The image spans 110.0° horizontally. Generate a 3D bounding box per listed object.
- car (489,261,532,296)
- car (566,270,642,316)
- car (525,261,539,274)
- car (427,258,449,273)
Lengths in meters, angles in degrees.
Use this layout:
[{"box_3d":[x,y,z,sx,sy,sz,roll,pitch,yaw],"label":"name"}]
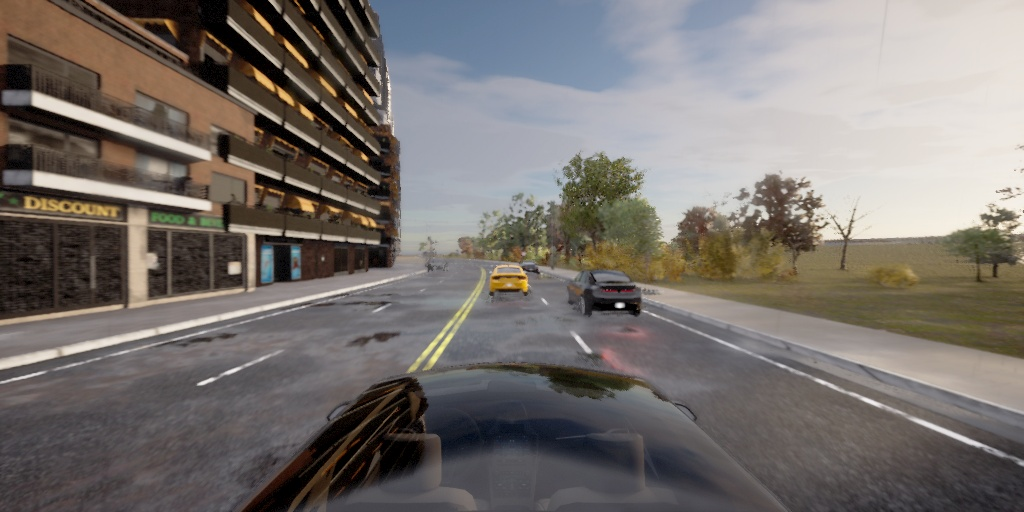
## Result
[{"box_3d":[-0.221,1.229,19.527,1.882,1.535,5.008,0,0,-2],"label":"car"},{"box_3d":[3.207,1.247,13.255,1.837,1.490,4.892,0,0,-1],"label":"car"},{"box_3d":[1.861,1.266,40.145,1.812,1.442,4.674,0,0,-4],"label":"car"},{"box_3d":[-7.845,0.926,38.195,1.837,1.490,4.892,0,0,-4],"label":"car"}]
